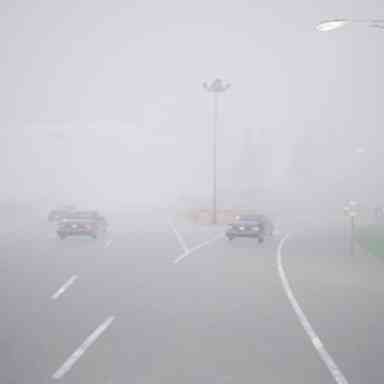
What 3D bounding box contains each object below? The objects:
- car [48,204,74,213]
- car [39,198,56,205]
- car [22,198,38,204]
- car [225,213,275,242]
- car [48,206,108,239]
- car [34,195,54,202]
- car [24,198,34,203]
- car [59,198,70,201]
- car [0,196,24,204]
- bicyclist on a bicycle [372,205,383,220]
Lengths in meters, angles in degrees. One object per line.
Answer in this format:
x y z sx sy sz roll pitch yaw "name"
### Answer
-10.379 1.750 27.316 1.812 1.442 4.674 1 -1 -6 "car"
-33.626 2.091 77.627 2.128 1.511 4.902 1 -1 -6 "car"
-36.985 2.026 76.158 1.812 1.442 4.674 1 -1 -6 "car"
3.322 1.846 18.357 2.033 1.411 5.357 0 -1 21 "car"
-5.870 1.714 18.326 2.033 1.411 5.357 1 -1 -6 "car"
-28.612 1.689 64.112 2.150 2.045 5.566 1 -1 -6 "car"
-31.943 1.987 62.334 1.895 1.301 4.718 1 -1 -6 "car"
-30.277 2.156 79.186 2.128 1.511 4.902 1 -1 -6 "car"
-26.939 1.753 48.507 1.882 1.535 5.008 1 -1 -6 "car"
20.391 2.239 36.395 1.656 1.620 0.582 1 -1 -11 "bicyclist on a bicycle"
